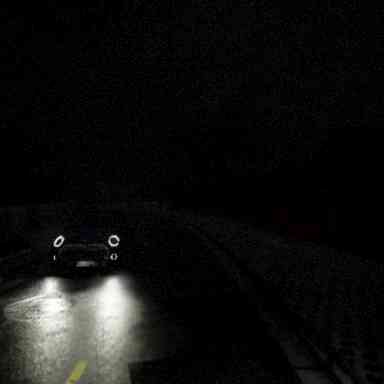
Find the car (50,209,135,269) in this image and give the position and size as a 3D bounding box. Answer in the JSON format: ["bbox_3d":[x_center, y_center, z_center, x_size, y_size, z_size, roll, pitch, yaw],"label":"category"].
[{"bbox_3d":[-3.210,1.451,11.570,2.097,1.767,4.553,0,-1,-4],"label":"car"}]
